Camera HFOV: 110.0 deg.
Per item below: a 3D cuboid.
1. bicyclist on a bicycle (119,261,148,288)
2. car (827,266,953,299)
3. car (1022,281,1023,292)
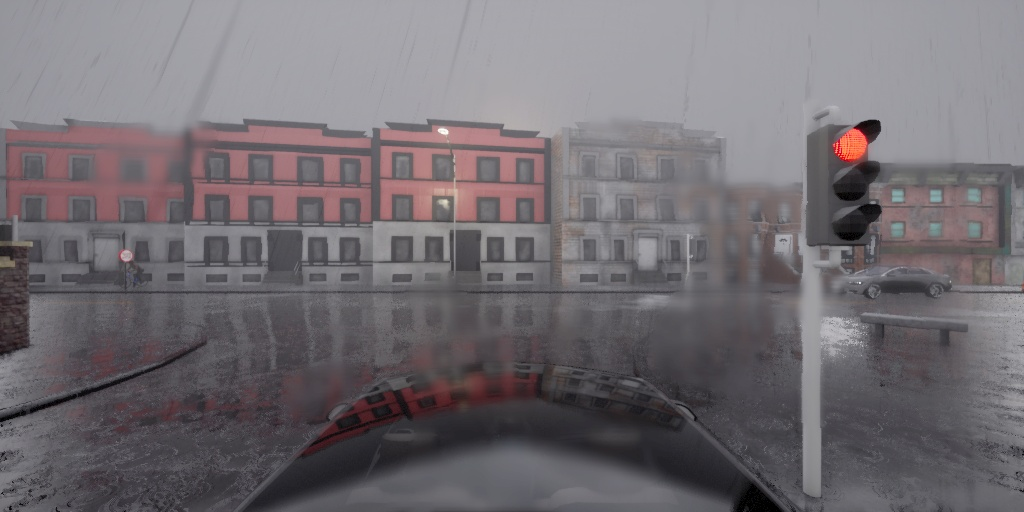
[{"bbox_3d":[-22.690,1.098,21.514,0.582,1.620,1.656,0,0,0],"label":"bicyclist on a bicycle"},{"bbox_3d":[18.126,1.242,17.335,4.902,1.511,2.128,0,0,0],"label":"car"},{"bbox_3d":[28.020,1.102,17.327,4.553,1.767,2.097,0,0,0],"label":"car"}]
